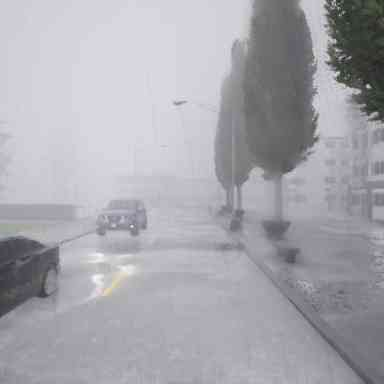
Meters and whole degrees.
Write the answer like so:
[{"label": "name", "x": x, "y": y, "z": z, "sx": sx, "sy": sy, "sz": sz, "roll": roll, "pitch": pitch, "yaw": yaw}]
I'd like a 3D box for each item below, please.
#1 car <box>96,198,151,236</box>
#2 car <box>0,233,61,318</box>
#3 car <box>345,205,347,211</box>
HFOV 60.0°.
[{"label": "car", "x": -4.023, "y": 1.415, "z": 19.999, "sx": 2.150, "sy": 2.045, "sz": 5.566, "roll": 0, "pitch": -1, "yaw": 1}, {"label": "car", "x": -4.062, "y": 1.536, "z": 5.905, "sx": 1.882, "sy": 1.535, "sz": 5.008, "roll": 0, "pitch": 0, "yaw": 0}, {"label": "car", "x": 23.617, "y": 2.105, "z": 45.349, "sx": 4.974, "sy": 1.542, "sz": 2.038, "roll": 0, "pitch": -1, "yaw": 30}]
